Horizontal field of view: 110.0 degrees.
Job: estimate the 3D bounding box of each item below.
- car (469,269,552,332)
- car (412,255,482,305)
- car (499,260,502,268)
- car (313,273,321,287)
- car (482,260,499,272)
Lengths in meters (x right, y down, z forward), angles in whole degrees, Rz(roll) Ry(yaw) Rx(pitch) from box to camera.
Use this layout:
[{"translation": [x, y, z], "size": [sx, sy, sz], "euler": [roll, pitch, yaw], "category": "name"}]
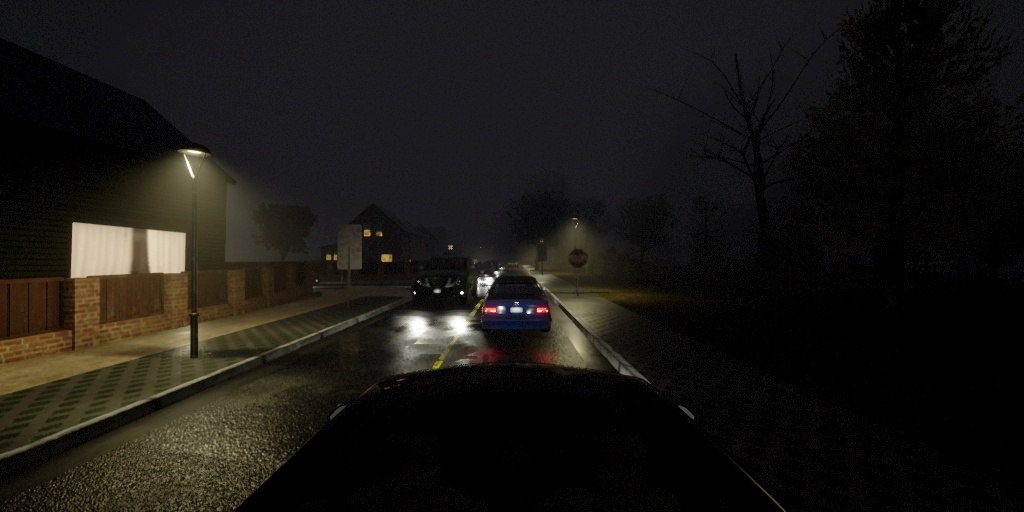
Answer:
[{"translation": [0.106, 1.305, 10.846], "size": [2.033, 1.411, 5.357], "euler": [0, 0, 0], "category": "car"}, {"translation": [-2.836, 0.986, 16.396], "size": [2.150, 2.045, 5.566], "euler": [0, 0, 0], "category": "car"}, {"translation": [-2.761, 1.351, 50.403], "size": [1.837, 1.490, 4.892], "euler": [0, -1, 0], "category": "car"}, {"translation": [-14.774, 1.297, 22.946], "size": [4.674, 1.442, 1.812], "euler": [0, -2, 2], "category": "car"}, {"translation": [-2.801, 1.296, 36.760], "size": [2.128, 1.511, 4.902], "euler": [0, 0, 0], "category": "car"}]
